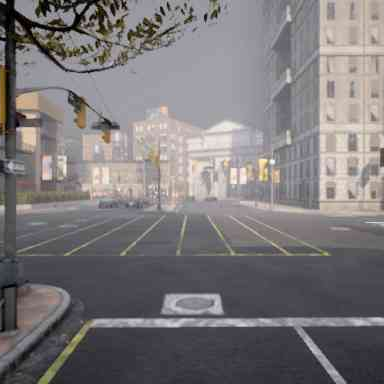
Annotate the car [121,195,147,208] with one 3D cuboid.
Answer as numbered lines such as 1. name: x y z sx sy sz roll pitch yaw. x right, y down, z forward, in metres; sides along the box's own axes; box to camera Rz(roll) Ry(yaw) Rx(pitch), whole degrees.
1. car: -8.028 1.451 46.395 2.128 1.511 4.902 0 0 0

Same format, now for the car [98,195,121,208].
1. car: -11.525 1.485 46.082 1.812 1.442 4.674 0 0 0

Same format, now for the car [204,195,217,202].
1. car: 4.167 1.400 72.693 1.994 1.385 4.181 0 0 20

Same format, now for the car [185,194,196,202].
1. car: -0.403 1.276 72.664 2.128 1.511 4.902 0 0 -8

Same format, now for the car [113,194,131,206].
1. car: -11.535 1.304 55.098 2.097 1.767 4.553 0 0 0

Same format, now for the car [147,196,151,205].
1. car: -8.035 1.456 55.772 1.837 1.490 4.892 0 0 0
